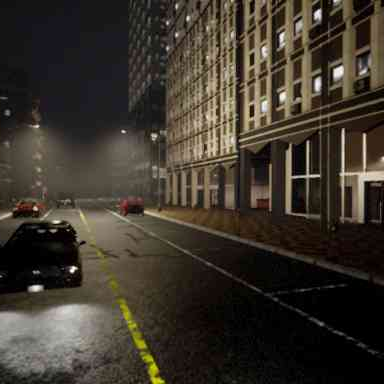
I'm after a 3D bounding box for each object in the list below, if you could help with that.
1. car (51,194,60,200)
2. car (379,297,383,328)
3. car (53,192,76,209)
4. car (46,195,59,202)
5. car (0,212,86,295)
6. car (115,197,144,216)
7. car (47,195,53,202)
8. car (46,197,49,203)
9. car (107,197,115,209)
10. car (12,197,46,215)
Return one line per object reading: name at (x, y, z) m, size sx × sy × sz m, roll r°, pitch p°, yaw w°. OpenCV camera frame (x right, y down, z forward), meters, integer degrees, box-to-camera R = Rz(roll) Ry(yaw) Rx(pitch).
car at (-31.395, 1.195, 76.374) m, size 1.802 × 1.307 × 4.206 m, roll 0°, pitch 0°, yaw -20°
car at (4.221, 1.551, 3.471) m, size 1.947 × 1.339 × 4.313 m, roll 0°, pitch 0°, yaw -20°
car at (-15.775, 1.000, 41.612) m, size 2.150 × 2.045 × 5.566 m, roll 0°, pitch 0°, yaw -20°
car at (-26.915, 1.219, 64.259) m, size 2.008 × 1.369 × 4.403 m, roll 0°, pitch 0°, yaw -20°
car at (-3.977, 1.496, 9.042) m, size 2.033 × 1.411 × 5.357 m, roll 0°, pitch 0°, yaw -20°
car at (-5.472, 1.388, 29.997) m, size 1.887 × 1.381 × 4.507 m, roll 0°, pitch 0°, yaw -20°
car at (-24.977, 1.244, 58.953) m, size 2.008 × 1.369 × 4.403 m, roll 0°, pitch 0°, yaw -20°
car at (-15.283, 1.405, 32.426) m, size 1.802 × 1.307 × 4.206 m, roll 0°, pitch 0°, yaw -20°
car at (-9.350, 1.339, 40.608) m, size 2.008 × 1.369 × 4.403 m, roll 0°, pitch 0°, yaw -20°
car at (-13.344, 1.291, 27.120) m, size 1.967 × 1.590 × 4.097 m, roll 0°, pitch 0°, yaw -20°
